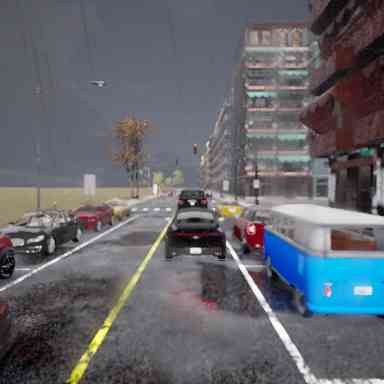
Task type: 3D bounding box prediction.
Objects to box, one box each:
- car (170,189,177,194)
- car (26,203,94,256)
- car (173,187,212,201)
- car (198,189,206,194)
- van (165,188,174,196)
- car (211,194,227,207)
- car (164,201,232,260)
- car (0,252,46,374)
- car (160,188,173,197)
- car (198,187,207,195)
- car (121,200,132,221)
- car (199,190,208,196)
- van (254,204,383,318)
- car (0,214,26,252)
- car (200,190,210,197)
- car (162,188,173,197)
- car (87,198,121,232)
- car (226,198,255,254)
[{"bbox_3d":[-5.290,-0.147,95.102,1.802,1.307,4.206,1,1,0],"label":"car"},{"bbox_3d":[-5.304,1.330,11.985,2.008,1.369,4.403,1,1,0],"label":"car"},{"bbox_3d":[0.085,0.778,24.201,2.150,2.045,5.566,0,1,1],"label":"car"},{"bbox_3d":[2.589,-0.070,89.951,1.947,1.339,4.313,1,1,0],"label":"car"},{"bbox_3d":[-5.290,-0.081,78.138,1.690,1.788,3.998,1,1,0],"label":"van"},{"bbox_3d":[2.579,1.092,23.651,1.752,1.417,4.829,1,1,0],"label":"car"},{"bbox_3d":[0.102,1.294,11.477,1.837,1.490,4.892,0,1,0],"label":"car"},{"bbox_3d":[-2.849,1.519,1.407,2.033,1.411,5.357,0,1,0],"label":"car"},{"bbox_3d":[-5.293,0.223,66.833,1.967,1.590,4.097,1,1,0],"label":"car"},{"bbox_3d":[2.591,-0.218,84.287,2.192,1.841,5.009,1,1,0],"label":"car"},{"bbox_3d":[-5.302,1.106,22.885,1.752,1.417,4.829,1,1,0],"label":"car"},{"bbox_3d":[2.587,0.135,78.631,1.947,1.339,4.313,1,1,0],"label":"car"},{"bbox_3d":[2.578,1.214,6.845,1.690,1.788,3.998,1,1,0],"label":"van"},{"bbox_3d":[-5.303,1.320,6.448,1.967,1.590,4.097,1,1,0],"label":"car"},{"bbox_3d":[2.585,0.356,67.311,1.802,1.307,4.206,1,1,0],"label":"car"},{"bbox_3d":[-5.291,-0.005,72.484,2.192,1.841,5.009,1,1,0],"label":"car"},{"bbox_3d":[-5.303,1.223,17.520,1.887,1.381,4.507,1,1,0],"label":"car"},{"bbox_3d":[2.578,1.212,12.392,1.967,1.590,4.097,1,1,0],"label":"car"}]
